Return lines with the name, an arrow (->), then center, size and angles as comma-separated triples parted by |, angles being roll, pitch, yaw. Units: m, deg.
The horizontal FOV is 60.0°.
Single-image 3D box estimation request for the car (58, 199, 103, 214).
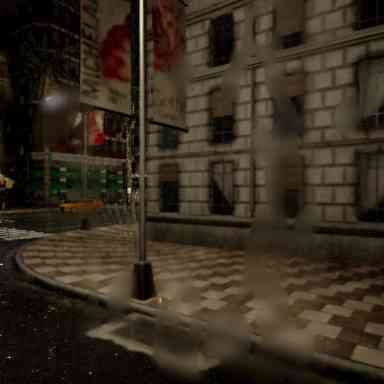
car -> -12.085, 1.484, 36.339 | 1.882, 1.535, 5.008 | 0, 0, 36
